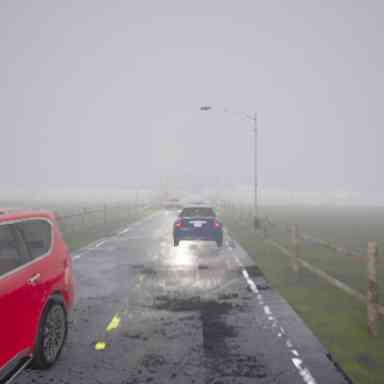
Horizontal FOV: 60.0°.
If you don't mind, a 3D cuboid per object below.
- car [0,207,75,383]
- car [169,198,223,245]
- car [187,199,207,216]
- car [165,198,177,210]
[{"bbox_3d":[-2.847,1.230,2.797,2.150,2.045,5.566,0,0,1],"label":"car"},{"bbox_3d":[0.264,1.357,15.613,2.097,1.767,4.553,0,0,1],"label":"car"},{"bbox_3d":[0.490,1.519,33.379,1.837,1.490,4.892,0,0,1],"label":"car"},{"bbox_3d":[-2.328,1.507,42.806,1.882,1.535,5.008,0,0,1],"label":"car"}]
